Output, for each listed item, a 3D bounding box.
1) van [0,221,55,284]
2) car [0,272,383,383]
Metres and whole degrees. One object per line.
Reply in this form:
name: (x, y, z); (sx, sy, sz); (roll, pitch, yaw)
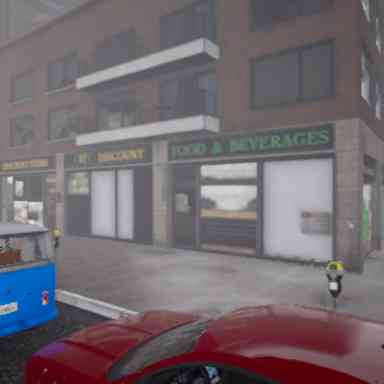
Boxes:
van: (-3.992, 1.339, 5.567); (3.998, 1.788, 1.690); (0, 0, 35)
car: (0.558, 1.545, 2.323); (4.507, 1.381, 1.887); (0, 0, 35)
